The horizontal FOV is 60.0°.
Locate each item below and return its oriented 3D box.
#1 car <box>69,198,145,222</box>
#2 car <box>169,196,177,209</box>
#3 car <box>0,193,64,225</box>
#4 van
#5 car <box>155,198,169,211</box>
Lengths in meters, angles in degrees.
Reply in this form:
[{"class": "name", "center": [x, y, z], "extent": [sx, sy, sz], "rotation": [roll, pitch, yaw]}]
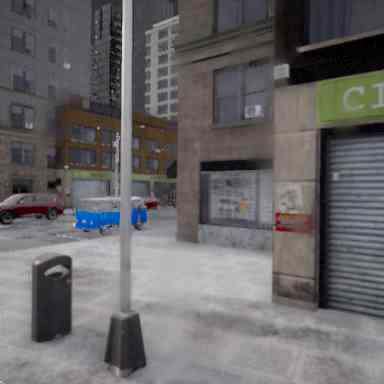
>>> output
[{"class": "car", "center": [-6.076, 1.223, 24.523], "extent": [2.033, 1.411, 5.357], "rotation": [1, 1, 35]}, {"class": "car", "center": [-1.398, 1.062, 35.865], "extent": [1.947, 1.339, 4.313], "rotation": [2, 2, 35]}, {"class": "car", "center": [-11.019, 1.018, 22.056], "extent": [2.192, 1.841, 5.009], "rotation": [2, 2, 35]}, {"class": "van", "center": [-4.026, 1.145, 17.182], "extent": [1.690, 1.788, 3.998], "rotation": [2, 2, 35]}, {"class": "car", "center": [-4.606, 1.111, 31.263], "extent": [1.887, 1.381, 4.507], "rotation": [2, 2, 35]}]
